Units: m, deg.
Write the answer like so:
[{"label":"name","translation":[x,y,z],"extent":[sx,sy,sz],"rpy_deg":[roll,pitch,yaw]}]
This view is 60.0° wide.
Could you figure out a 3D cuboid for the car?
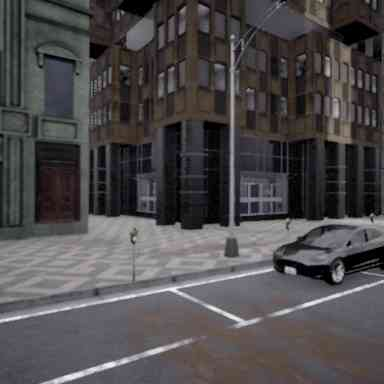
[{"label":"car","translation":[4.271,1.634,9.680],"extent":[4.313,1.339,1.947],"rpy_deg":[1,0,-35]}]
